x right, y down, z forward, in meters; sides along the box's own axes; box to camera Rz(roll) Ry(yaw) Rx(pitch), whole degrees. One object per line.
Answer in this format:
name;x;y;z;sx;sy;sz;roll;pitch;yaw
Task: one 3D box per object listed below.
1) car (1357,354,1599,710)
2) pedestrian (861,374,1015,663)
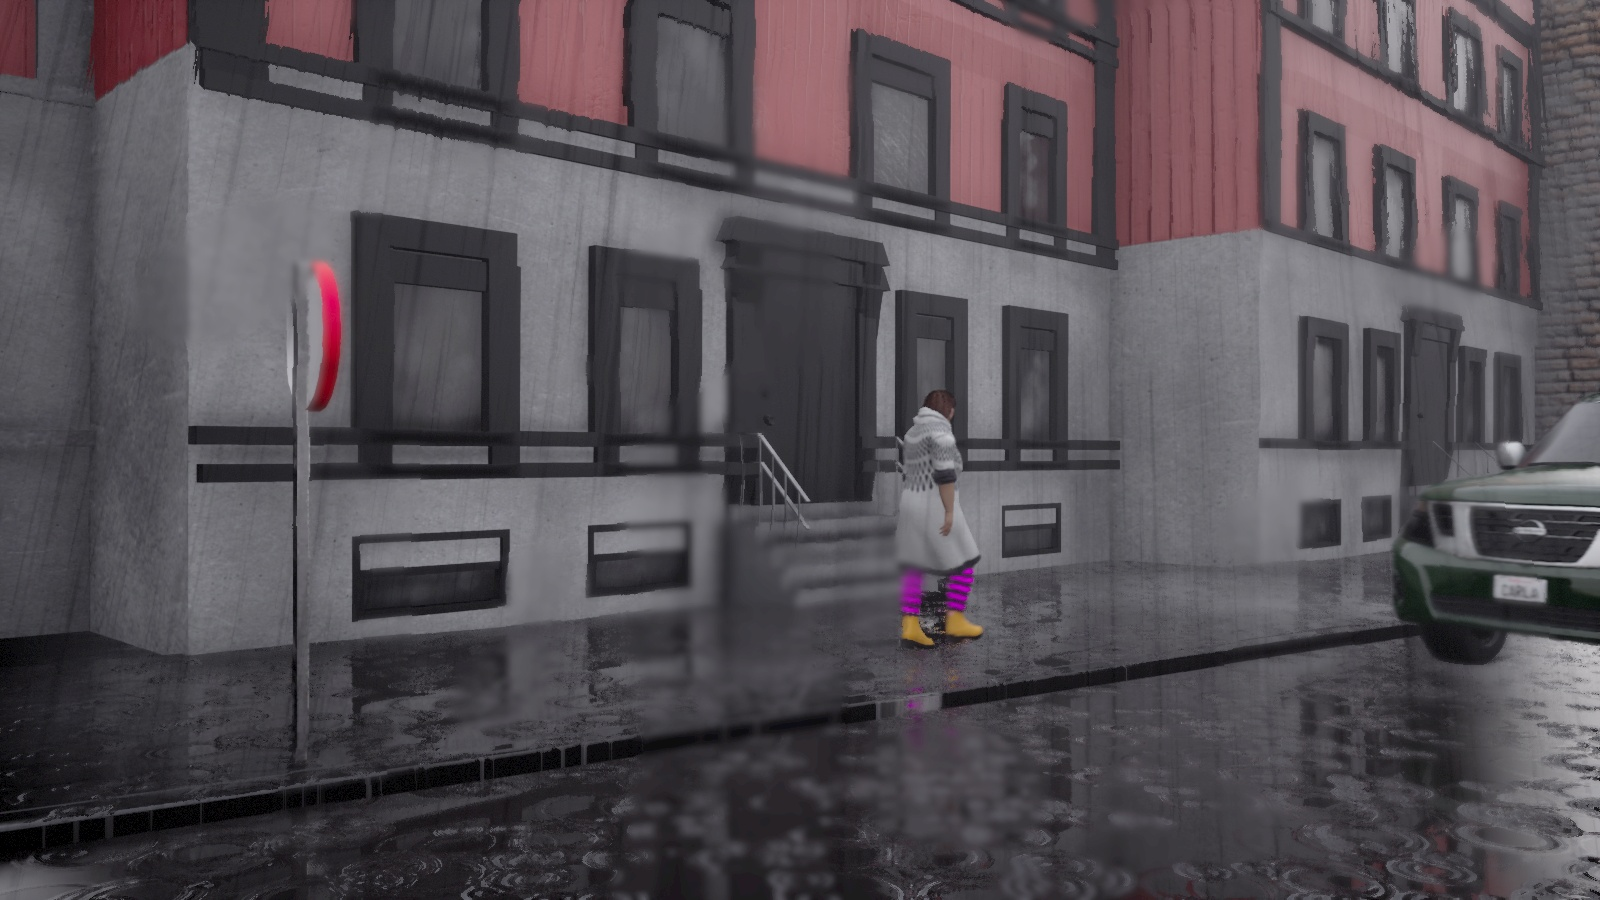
car;6.702;0.472;9.090;5.566;2.045;2.150;0;0;-32
pedestrian;0.984;0.465;8.985;0.873;1.952;0.659;0;0;-27
